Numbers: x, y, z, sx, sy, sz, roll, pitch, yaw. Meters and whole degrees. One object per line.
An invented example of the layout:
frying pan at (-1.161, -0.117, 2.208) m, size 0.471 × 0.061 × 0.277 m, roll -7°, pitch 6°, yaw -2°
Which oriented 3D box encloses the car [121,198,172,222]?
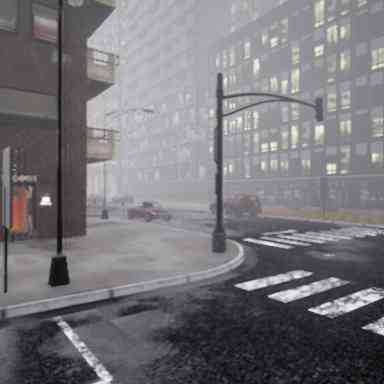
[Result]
car at (-3.016, 1.300, 23.012) m, size 1.802 × 1.307 × 4.206 m, roll 1°, pitch 0°, yaw -36°

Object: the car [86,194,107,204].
car at (-13.922, 1.036, 47.594) m, size 1.895 × 1.301 × 4.718 m, roll 0°, pitch 0°, yaw -35°

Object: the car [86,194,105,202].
car at (-15.896, 0.951, 54.669) m, size 1.802 × 1.307 × 4.206 m, roll 1°, pitch 0°, yaw -36°

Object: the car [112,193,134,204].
car at (-9.434, 0.929, 45.677) m, size 1.967 × 1.590 × 4.097 m, roll 1°, pitch 0°, yaw -36°

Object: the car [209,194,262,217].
car at (3.591, 1.060, 27.773) m, size 2.192 × 1.841 × 5.009 m, roll 1°, pitch 0°, yaw -36°
